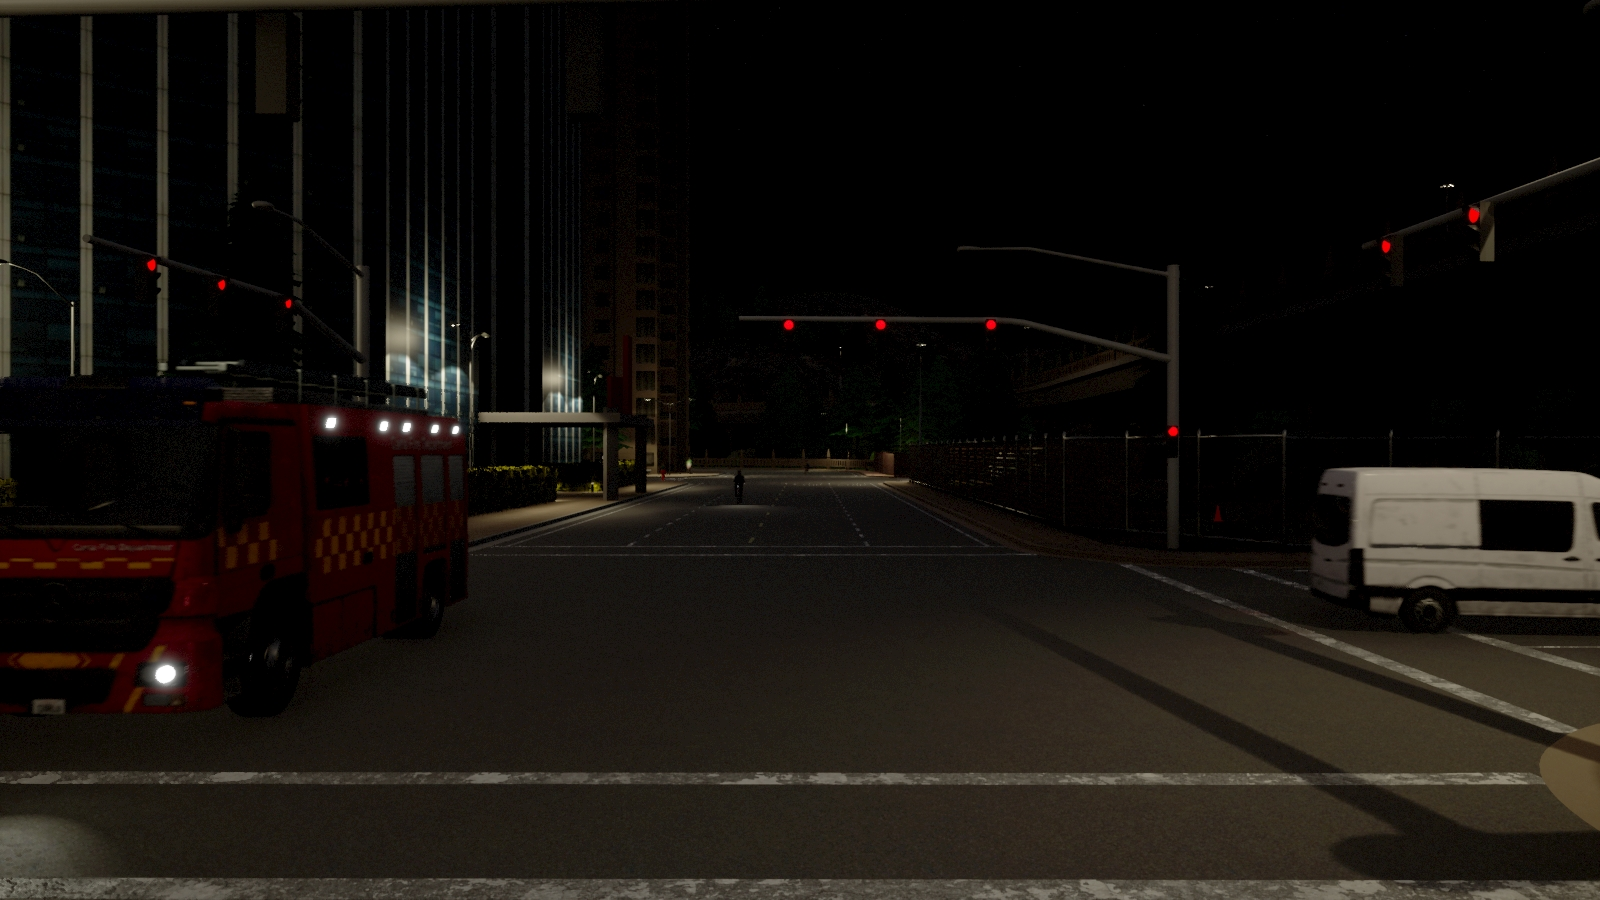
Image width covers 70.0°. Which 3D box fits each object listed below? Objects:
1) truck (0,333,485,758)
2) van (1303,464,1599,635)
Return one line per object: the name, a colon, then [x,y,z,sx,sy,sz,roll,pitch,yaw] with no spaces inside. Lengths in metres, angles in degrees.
truck: [-6.643,0.862,14.522,2.891,3.827,8.468,0,0,0]
van: [11.518,1.529,18.406,5.915,2.561,1.988,0,0,5]
